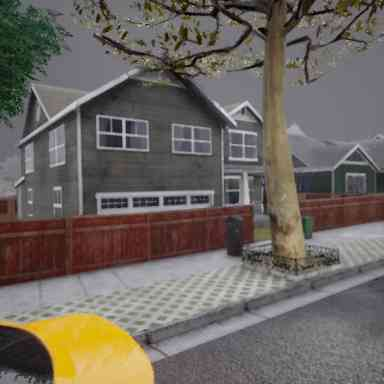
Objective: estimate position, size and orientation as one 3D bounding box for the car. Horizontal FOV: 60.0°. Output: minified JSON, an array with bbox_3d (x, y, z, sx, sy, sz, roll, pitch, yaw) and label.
[{"bbox_3d":[-2.486,1.523,1.257,5.008,1.535,1.882,-2,1,-36],"label":"car"}]
